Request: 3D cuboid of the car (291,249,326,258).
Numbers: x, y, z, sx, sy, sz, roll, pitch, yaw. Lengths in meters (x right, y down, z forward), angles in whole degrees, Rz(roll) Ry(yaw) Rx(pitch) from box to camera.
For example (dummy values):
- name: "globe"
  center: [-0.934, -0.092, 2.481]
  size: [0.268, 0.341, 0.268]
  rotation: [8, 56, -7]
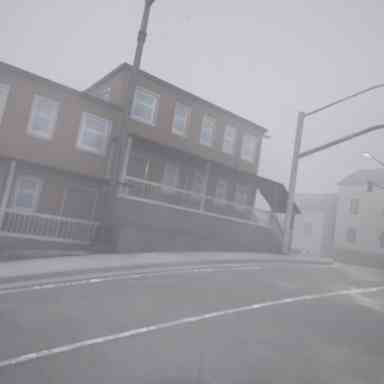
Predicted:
- name: "car"
  center: [9.450, 5.729, 29.094]
  size: [1.812, 1.442, 4.674]
  rotation: [14, -16, -34]
